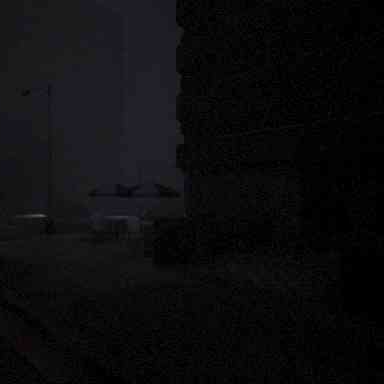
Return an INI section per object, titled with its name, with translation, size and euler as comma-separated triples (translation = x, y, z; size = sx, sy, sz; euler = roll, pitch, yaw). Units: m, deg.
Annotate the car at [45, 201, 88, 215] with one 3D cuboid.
[car]
translation = -12.961, 1.615, 34.571
size = 1.994, 1.385, 4.181
euler = 0, 0, 45
